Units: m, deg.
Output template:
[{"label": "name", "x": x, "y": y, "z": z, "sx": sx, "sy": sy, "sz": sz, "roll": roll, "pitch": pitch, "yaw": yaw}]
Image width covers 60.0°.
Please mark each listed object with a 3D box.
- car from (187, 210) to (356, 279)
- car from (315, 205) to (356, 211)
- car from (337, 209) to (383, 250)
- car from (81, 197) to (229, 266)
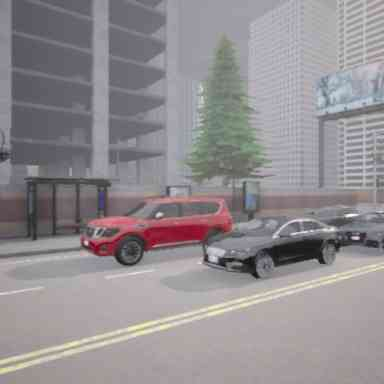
[{"label": "car", "x": 2.554, "y": 1.489, "z": 10.095, "sx": 4.902, "sy": 1.511, "sz": 2.128, "roll": 0, "pitch": 0, "yaw": -35}, {"label": "car", "x": 7.514, "y": 1.497, "z": 17.877, "sx": 4.892, "sy": 1.490, "sz": 1.837, "roll": 0, "pitch": 0, "yaw": -35}, {"label": "car", "x": 7.822, "y": 1.557, "z": 13.745, "sx": 4.181, "sy": 1.385, "sz": 1.994, "roll": 0, "pitch": 0, "yaw": -35}, {"label": "car", "x": -0.996, "y": 1.218, "z": 11.869, "sx": 5.566, "sy": 2.045, "sz": 2.150, "roll": 0, "pitch": 0, "yaw": -35}]
